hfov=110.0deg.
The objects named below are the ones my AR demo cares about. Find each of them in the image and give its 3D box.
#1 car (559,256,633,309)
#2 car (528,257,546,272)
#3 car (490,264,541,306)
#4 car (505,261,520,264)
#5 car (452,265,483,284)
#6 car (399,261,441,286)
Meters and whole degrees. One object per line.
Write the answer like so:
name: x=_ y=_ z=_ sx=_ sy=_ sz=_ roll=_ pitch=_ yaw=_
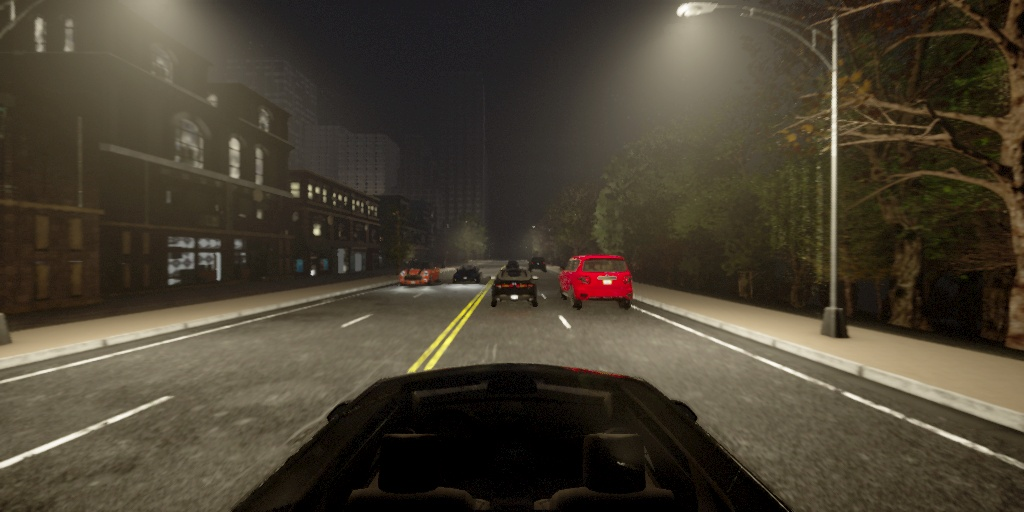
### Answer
car: x=3.344 y=1.016 z=15.228 sx=2.150 sy=2.045 sz=5.566 roll=0 pitch=0 yaw=0
car: x=3.332 y=1.117 z=48.271 sx=2.150 sy=2.045 sz=5.566 roll=0 pitch=0 yaw=0
car: x=0.094 y=1.302 z=15.968 sx=1.837 sy=1.490 sz=4.892 roll=0 pitch=0 yaw=0
car: x=0.081 y=1.407 z=50.912 sx=1.837 sy=1.490 sz=4.892 roll=0 pitch=0 yaw=0
car: x=-3.353 y=1.397 z=27.719 sx=1.994 sy=1.385 sz=4.181 roll=0 pitch=0 yaw=0
car: x=-6.603 y=1.180 z=26.135 sx=2.097 sy=1.767 sz=4.553 roll=0 pitch=0 yaw=0
